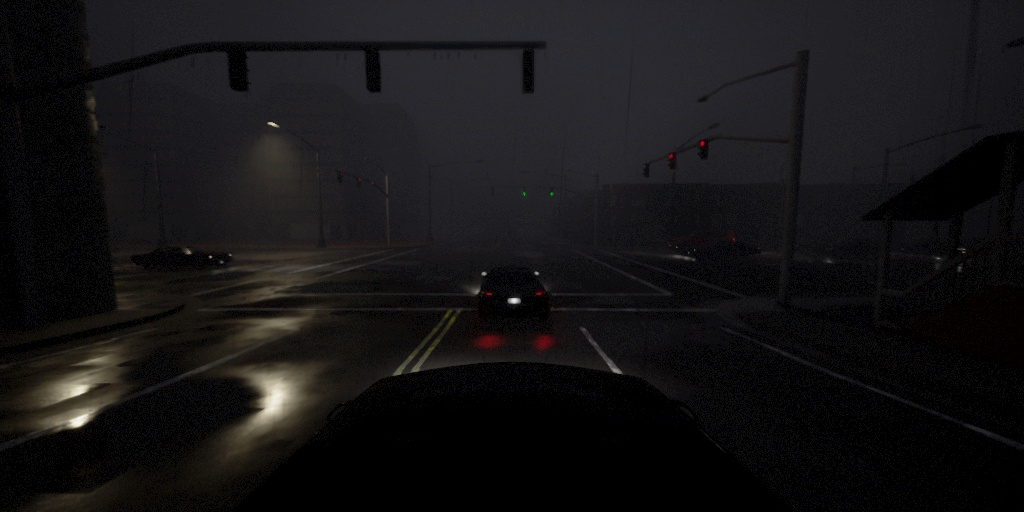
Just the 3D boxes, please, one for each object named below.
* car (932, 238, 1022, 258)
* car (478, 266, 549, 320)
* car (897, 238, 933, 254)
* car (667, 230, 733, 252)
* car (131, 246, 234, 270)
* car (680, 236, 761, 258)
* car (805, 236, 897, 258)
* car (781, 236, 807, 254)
[{"bbox_3d":[37.169,-0.676,28.475,4.892,1.490,1.837,0,5,1],"label":"car"},{"bbox_3d":[-0.034,0.986,11.271,1.994,1.385,4.181,0,4,-3],"label":"car"},{"bbox_3d":[37.064,-0.909,31.971,4.718,1.301,1.895,0,5,1],"label":"car"},{"bbox_3d":[16.875,-1.298,32.034,5.566,2.045,2.150,0,5,0],"label":"car"},{"bbox_3d":[-19.628,0.071,21.544,4.718,1.301,1.895,0,5,0],"label":"car"},{"bbox_3d":[16.752,-0.644,28.582,5.357,1.411,2.033,0,5,0],"label":"car"},{"bbox_3d":[26.849,-0.709,28.534,5.008,1.535,1.882,0,5,0],"label":"car"},{"bbox_3d":[26.904,-1.027,32.022,4.902,1.511,2.128,0,5,0],"label":"car"}]
